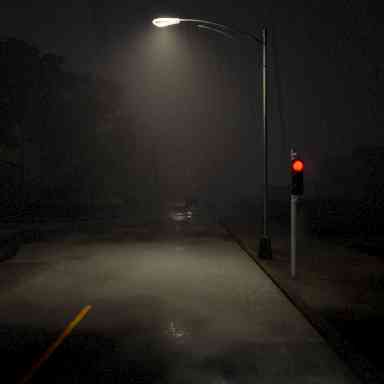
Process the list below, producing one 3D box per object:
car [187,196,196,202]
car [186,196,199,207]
[{"bbox_3d":[-0.060,1.540,76.348,2.033,1.411,5.357,0,0,0],"label":"car"},{"bbox_3d":[0.060,1.505,49.852,1.837,1.490,4.892,0,0,0],"label":"car"}]
